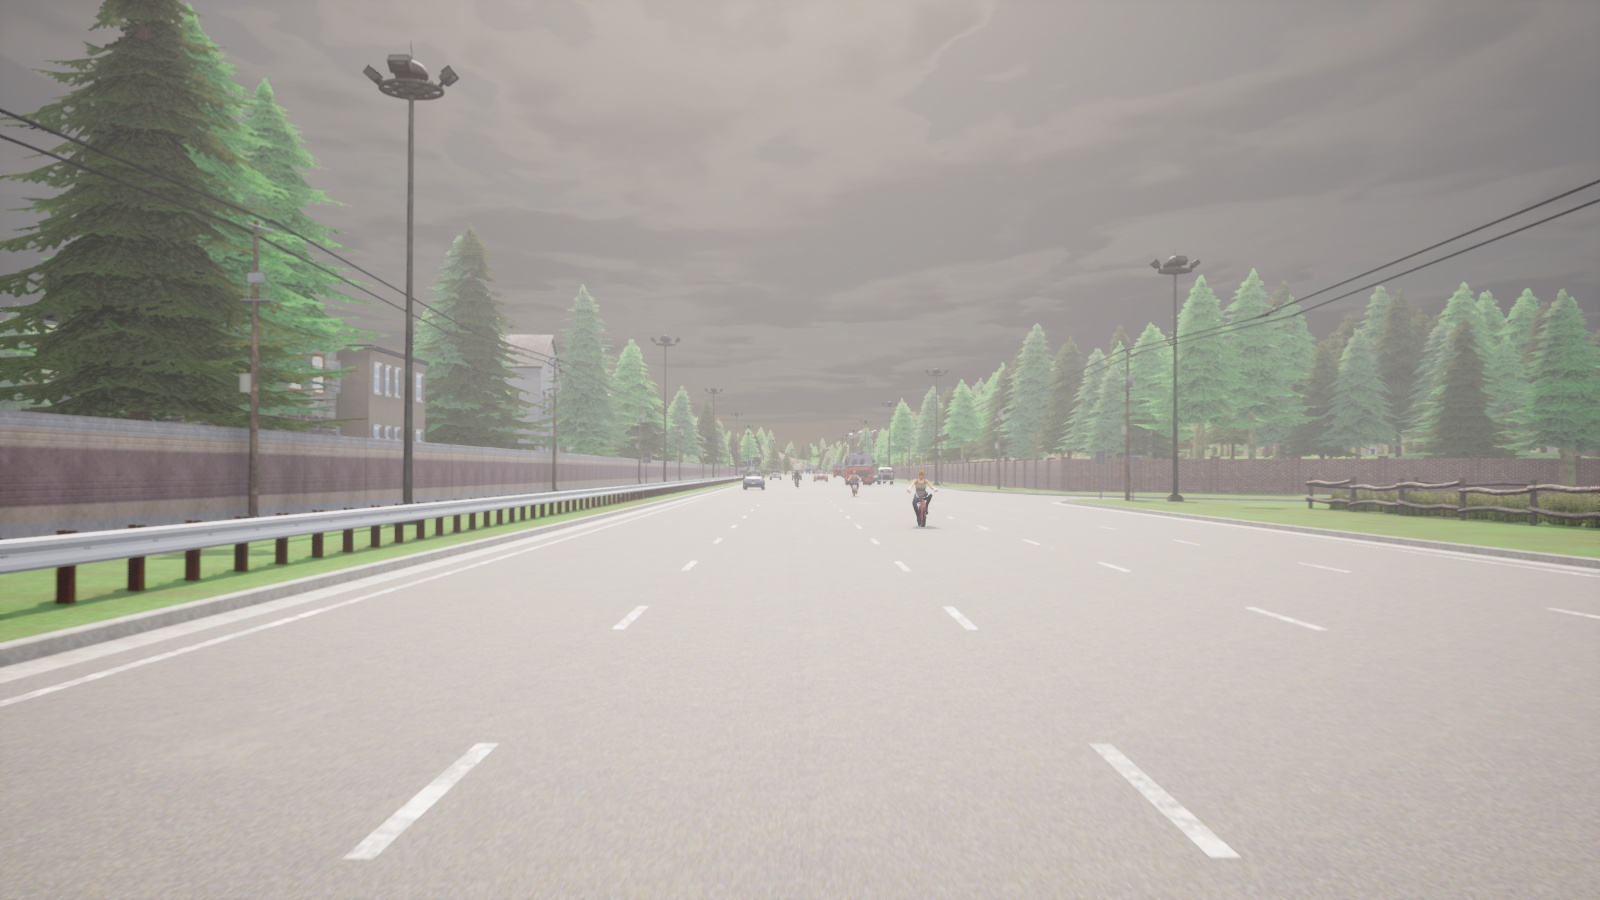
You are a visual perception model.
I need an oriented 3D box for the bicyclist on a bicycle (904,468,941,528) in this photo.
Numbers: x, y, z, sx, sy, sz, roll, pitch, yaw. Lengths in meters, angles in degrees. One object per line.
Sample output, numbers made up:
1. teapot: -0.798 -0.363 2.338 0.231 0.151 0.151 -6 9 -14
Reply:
1. bicyclist on a bicycle: 3.411 1.325 35.097 0.866 1.612 1.509 0 -1 0
